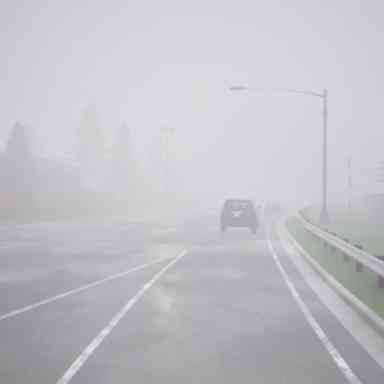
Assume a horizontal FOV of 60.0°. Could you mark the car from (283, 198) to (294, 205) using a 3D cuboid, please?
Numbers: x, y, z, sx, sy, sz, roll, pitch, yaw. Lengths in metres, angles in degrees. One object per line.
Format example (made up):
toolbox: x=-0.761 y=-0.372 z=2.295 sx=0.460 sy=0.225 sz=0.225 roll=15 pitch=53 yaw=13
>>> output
car: x=24.655 y=2.429 z=84.657 sx=2.128 sy=1.511 sz=4.902 roll=0 pitch=-1 yaw=23

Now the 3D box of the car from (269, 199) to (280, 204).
car: x=21.440 y=2.420 z=86.039 sx=2.033 sy=1.411 sz=5.357 roll=0 pitch=-1 yaw=23

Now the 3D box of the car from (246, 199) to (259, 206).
car: x=14.274 y=2.410 z=78.231 sx=1.994 sy=1.385 sz=4.181 roll=0 pitch=-1 yaw=23

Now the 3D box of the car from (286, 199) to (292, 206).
car: x=20.695 y=2.261 z=75.441 sx=2.097 sy=1.767 sz=4.553 roll=0 pitch=-1 yaw=23

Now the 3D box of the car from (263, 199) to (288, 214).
car: x=10.547 y=1.991 z=42.601 sx=2.128 sy=1.511 sz=4.902 roll=0 pitch=-1 yaw=23

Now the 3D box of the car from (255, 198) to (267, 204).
car: x=18.224 y=2.381 z=87.421 sx=2.128 sy=1.511 sz=4.902 roll=0 pitch=-1 yaw=23

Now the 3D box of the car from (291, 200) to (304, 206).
car: x=23.931 y=2.526 z=74.111 sx=1.895 sy=1.301 sz=4.718 roll=0 pitch=-1 yaw=23

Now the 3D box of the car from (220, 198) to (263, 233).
car: x=3.214 y=1.451 z=21.604 sx=2.150 sy=2.045 sz=5.566 roll=0 pitch=-1 yaw=14
